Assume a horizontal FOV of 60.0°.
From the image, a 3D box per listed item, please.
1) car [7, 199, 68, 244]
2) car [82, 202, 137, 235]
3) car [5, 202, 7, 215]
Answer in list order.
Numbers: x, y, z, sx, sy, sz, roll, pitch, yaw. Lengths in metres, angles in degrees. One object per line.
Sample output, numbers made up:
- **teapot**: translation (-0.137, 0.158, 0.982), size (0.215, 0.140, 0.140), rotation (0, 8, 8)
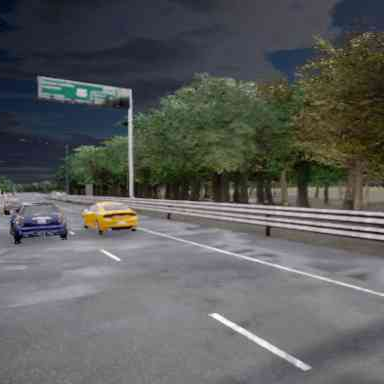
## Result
- **car**: translation (-7.321, 1.238, 15.696), size (2.097, 1.767, 4.553), rotation (-1, 1, -30)
- **car**: translation (-4.566, 1.298, 17.924), size (1.882, 1.535, 5.008), rotation (-1, 1, -30)
- **car**: translation (-16.834, 1.392, 31.965), size (1.994, 1.385, 4.181), rotation (-1, 1, -30)
